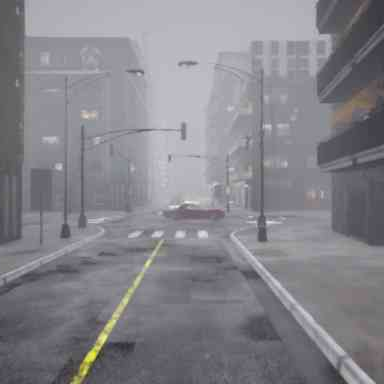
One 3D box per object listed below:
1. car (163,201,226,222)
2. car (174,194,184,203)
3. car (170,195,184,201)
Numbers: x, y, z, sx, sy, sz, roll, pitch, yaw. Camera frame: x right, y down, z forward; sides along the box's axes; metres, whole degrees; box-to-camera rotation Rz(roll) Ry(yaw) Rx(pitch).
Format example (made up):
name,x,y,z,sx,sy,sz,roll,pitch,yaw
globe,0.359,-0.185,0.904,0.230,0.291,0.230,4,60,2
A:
name,x,y,z,sx,sy,sz,roll,pitch,yaw
car,0.271,1.595,25.495,4.718,1.301,1.895,-1,0,7
car,-2.780,1.421,73.840,2.097,1.767,4.553,0,0,0
car,-2.818,1.533,58.357,2.128,1.511,4.902,0,0,1
